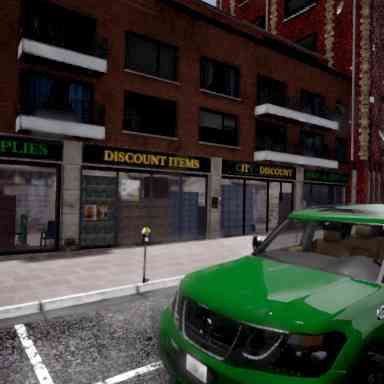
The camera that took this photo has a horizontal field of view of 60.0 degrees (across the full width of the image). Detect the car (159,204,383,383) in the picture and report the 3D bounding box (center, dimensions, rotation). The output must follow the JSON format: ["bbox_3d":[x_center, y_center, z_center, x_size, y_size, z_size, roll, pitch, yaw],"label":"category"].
[{"bbox_3d":[2.286,1.225,4.586,5.566,2.045,2.150,0,0,-36],"label":"car"}]
